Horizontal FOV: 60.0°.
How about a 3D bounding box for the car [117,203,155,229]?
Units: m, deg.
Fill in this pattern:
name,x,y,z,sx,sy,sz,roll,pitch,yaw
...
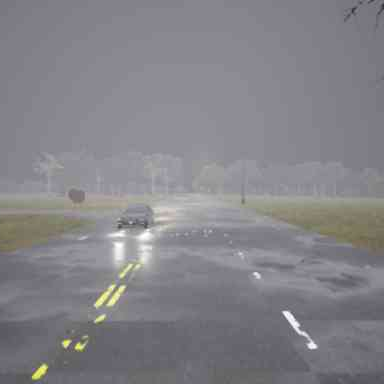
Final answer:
name,x,y,z,sx,sy,sz,roll,pitch,yaw
car,-3.496,1.490,21.342,1.837,1.490,4.892,0,0,0
